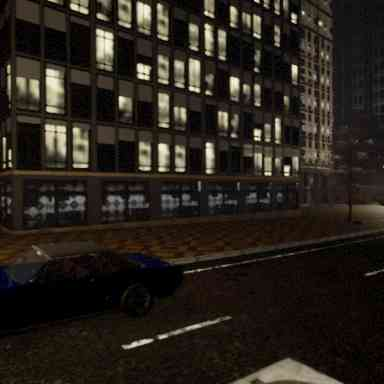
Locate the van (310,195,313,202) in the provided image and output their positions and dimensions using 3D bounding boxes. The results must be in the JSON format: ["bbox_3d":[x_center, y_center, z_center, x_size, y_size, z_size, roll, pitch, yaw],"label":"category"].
[{"bbox_3d":[28.224,1.499,83.027,1.690,1.788,3.998,0,0,-40],"label":"van"}]

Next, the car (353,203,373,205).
[{"bbox_3d":[32.697,1.923,64.515,1.802,1.307,4.206,0,0,-40],"label":"car"}]

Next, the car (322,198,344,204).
[{"bbox_3d":[29.084,1.872,68.902,1.947,1.339,4.313,0,0,-40],"label":"car"}]

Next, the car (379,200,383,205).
[{"bbox_3d":[36.343,1.941,60.152,1.947,1.339,4.313,0,0,-40],"label":"car"}]

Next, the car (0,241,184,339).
[{"bbox_3d":[-2.562,1.623,5.908,4.718,1.301,1.895,1,0,-36],"label":"car"}]
